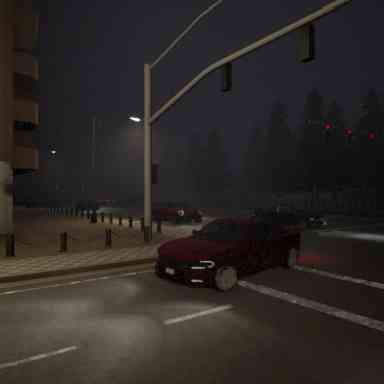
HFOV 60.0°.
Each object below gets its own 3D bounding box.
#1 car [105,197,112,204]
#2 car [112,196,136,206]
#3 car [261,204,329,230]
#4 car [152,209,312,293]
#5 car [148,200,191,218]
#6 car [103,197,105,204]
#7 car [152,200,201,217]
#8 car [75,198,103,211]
[{"bbox_3d":[-16.723,1.656,64.459,1.895,1.301,4.718,0,0,-36],"label":"car"},{"bbox_3d":[-11.461,1.408,57.183,2.097,1.767,4.553,0,0,-36],"label":"car"},{"bbox_3d":[6.048,1.543,20.892,2.128,1.511,4.902,0,0,-39],"label":"car"},{"bbox_3d":[1.230,1.477,9.178,1.882,1.535,5.008,2,1,43],"label":"car"},{"bbox_3d":[-2.237,1.561,32.052,1.837,1.490,4.892,0,0,-36],"label":"car"},{"bbox_3d":[-18.049,1.656,60.339,1.895,1.301,4.718,0,0,-36],"label":"car"},{"bbox_3d":[-1.203,1.408,24.627,2.097,1.767,4.553,0,0,-36],"label":"car"},{"bbox_3d":[-12.928,1.619,40.928,1.994,1.385,4.181,0,0,-36],"label":"car"}]
